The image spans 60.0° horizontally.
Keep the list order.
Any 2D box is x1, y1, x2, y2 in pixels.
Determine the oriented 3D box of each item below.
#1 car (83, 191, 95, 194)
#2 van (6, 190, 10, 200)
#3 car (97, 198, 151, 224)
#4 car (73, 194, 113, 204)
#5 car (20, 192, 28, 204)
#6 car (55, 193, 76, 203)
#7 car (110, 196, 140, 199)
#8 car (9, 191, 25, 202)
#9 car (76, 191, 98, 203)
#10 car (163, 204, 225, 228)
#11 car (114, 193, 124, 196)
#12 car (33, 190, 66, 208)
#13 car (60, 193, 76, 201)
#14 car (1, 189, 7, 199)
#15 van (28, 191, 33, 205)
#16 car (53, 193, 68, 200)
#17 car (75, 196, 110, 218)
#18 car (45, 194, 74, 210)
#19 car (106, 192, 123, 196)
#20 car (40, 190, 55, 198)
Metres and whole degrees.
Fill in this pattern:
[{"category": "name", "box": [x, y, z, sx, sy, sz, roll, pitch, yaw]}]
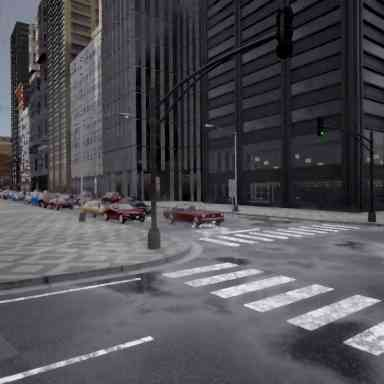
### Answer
[{"category": "car", "box": [-15.863, 1.066, 49.154, 2.128, 1.511, 4.902, -1, 1, -35]}, {"category": "van", "box": [-34.646, 0.747, 65.032, 1.690, 1.788, 3.998, 0, 1, -36]}, {"category": "car", "box": [-4.953, 1.416, 24.035, 1.887, 1.381, 4.507, 0, 1, -36]}, {"category": "car", "box": [-11.168, 1.268, 37.313, 2.033, 1.411, 5.357, -1, 1, -36]}, {"category": "car", "box": [-24.750, 1.126, 51.368, 2.008, 1.369, 4.403, 0, 1, -36]}, {"category": "car", "box": [-21.865, 0.969, 57.356, 2.128, 1.511, 4.902, -1, 1, -36]}, {"category": "car", "box": [-5.218, 1.370, 29.096, 1.994, 1.385, 4.181, -1, 1, -36]}, {"category": "car", "box": [-31.348, 0.903, 60.477, 1.967, 1.590, 4.097, 0, 1, -36]}, {"category": "car", "box": [-17.842, 0.793, 56.363, 2.192, 1.841, 5.009, 0, 1, -36]}, {"category": "car", "box": [0.057, 1.479, 21.768, 1.895, 1.301, 4.718, -1, 1, -35]}, {"category": "car", "box": [-7.946, 1.199, 42.700, 1.947, 1.339, 4.313, 0, 1, -36]}, {"category": "car", "box": [-18.150, 0.995, 42.255, 2.192, 1.841, 5.009, 0, 1, -36]}, {"category": "car", "box": [-24.441, 0.948, 65.476, 1.802, 1.307, 4.206, 0, 1, -36]}, {"category": "car", "box": [-37.946, 0.664, 69.586, 2.192, 1.841, 5.009, 0, 1, -36]}, {"category": "van", "box": [-21.450, 0.969, 46.811, 1.690, 1.788, 3.998, 0, 1, -36]}, {"category": "car", "box": [-27.741, 0.854, 70.031, 1.887, 1.381, 4.507, 0, 1, -36]}, {"category": "car", "box": [-8.154, 1.353, 28.452, 1.752, 1.417, 4.829, 0, 1, -36]}, {"category": "car", "box": [-14.852, 1.275, 37.701, 1.887, 1.381, 4.507, 0, 1, -36]}, {"category": "car", "box": [-11.244, 0.898, 47.253, 2.192, 1.841, 5.009, 0, 1, -36]}, {"category": "car", "box": [-34.338, 0.509, 79.138, 2.192, 1.841, 5.009, 0, 1, -36]}]
